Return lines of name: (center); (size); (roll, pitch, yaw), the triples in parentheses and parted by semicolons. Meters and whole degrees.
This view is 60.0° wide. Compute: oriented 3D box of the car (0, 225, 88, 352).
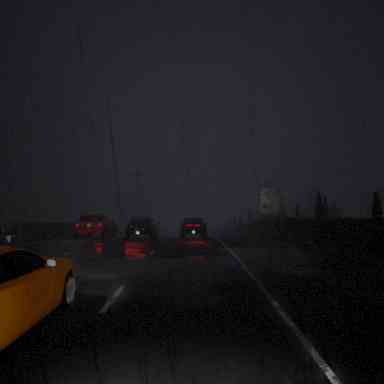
car: (-3.400, 1.556, 5.169); (1.882, 1.535, 5.008); (0, -1, 0)

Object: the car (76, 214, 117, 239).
car: (-6.898, 2.463, 24.309); (2.097, 1.767, 4.553); (0, -5, 0)

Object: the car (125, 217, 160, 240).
car: (-3.398, 2.516, 23.247); (1.837, 1.490, 4.892); (0, -5, 0)

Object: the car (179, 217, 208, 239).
car: (0.102, 2.624, 24.425); (1.837, 1.490, 4.892); (0, -6, 0)

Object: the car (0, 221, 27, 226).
car: (-17.499, 3.646, 33.443); (2.128, 1.511, 4.902); (0, -8, 0)

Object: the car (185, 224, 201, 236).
car: (0.103, 4.744, 41.080); (1.812, 1.442, 4.674); (0, -8, 0)
